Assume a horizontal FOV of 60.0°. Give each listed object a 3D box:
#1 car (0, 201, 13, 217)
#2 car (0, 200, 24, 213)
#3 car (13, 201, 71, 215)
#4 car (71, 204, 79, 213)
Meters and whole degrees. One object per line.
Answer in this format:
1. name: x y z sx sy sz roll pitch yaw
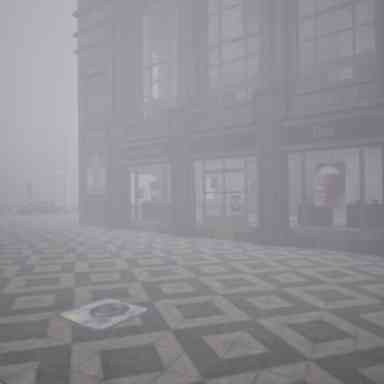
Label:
1. car: -17.653 1.503 27.301 2.008 1.369 4.403 -1 -1 35
2. car: -21.316 1.642 36.879 2.008 1.369 4.403 -1 -1 35
3. car: -14.376 1.539 31.929 1.947 1.339 4.313 -1 -1 35
4. car: -11.004 1.523 36.694 1.752 1.417 4.829 -1 -1 35
